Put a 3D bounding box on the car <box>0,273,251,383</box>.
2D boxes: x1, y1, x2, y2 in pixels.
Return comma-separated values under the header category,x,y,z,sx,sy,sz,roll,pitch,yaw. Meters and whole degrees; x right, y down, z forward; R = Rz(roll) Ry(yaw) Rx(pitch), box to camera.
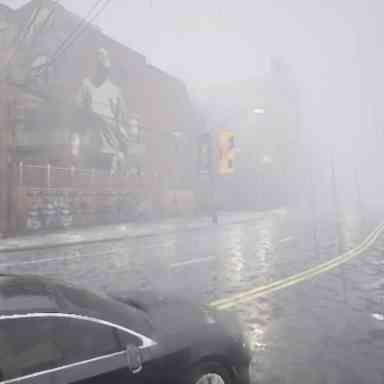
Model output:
category,x,y,z,sx,sy,sz,roll,pitch,yaw
car,-1.598,1.517,2.833,4.892,1.490,1.837,0,0,-36
